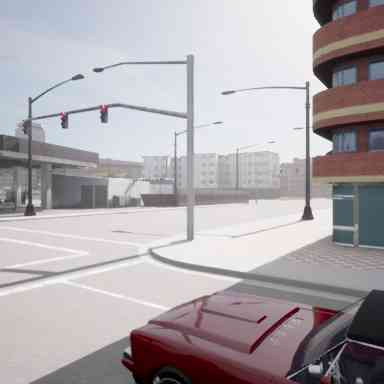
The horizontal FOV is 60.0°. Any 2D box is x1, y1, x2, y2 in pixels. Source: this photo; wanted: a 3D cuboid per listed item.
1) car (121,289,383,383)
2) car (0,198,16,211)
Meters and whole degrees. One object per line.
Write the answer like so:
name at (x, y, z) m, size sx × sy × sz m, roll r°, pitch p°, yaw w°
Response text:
car at (1.606, 1.601, 2.828) m, size 4.718 × 1.301 × 1.895 m, roll 0°, pitch 0°, yaw 36°
car at (-22.264, 1.455, 38.776) m, size 3.806 × 1.475 × 1.970 m, roll 0°, pitch 0°, yaw 36°
